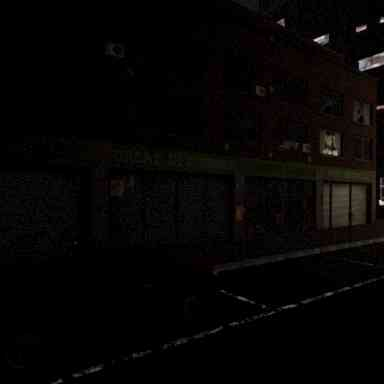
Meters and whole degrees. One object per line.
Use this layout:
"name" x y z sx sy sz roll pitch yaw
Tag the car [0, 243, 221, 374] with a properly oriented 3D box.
"car" -1.390 1.583 5.576 4.206 1.307 1.802 0 1 -36
